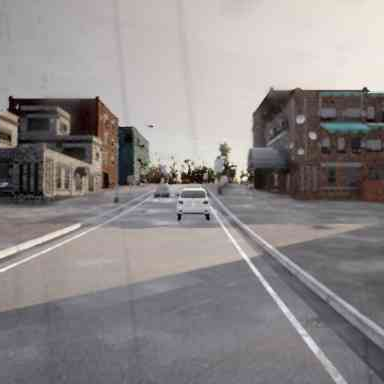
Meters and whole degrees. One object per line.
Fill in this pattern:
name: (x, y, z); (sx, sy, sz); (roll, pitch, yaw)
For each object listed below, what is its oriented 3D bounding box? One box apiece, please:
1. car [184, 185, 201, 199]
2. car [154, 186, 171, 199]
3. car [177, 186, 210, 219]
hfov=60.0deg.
car: (0.090, -0.036, 42.294); (2.033, 1.411, 5.357); (0, 4, 0)
car: (-3.600, 0.002, 41.008); (1.837, 1.490, 4.892); (0, 4, 0)
car: (0.094, 0.711, 23.576); (2.150, 2.045, 5.566); (0, 3, 0)
